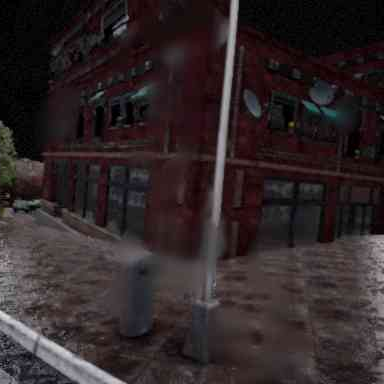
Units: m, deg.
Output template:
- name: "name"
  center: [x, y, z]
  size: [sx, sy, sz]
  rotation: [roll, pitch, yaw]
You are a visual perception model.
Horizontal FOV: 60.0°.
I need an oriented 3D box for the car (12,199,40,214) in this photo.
- name: "car"
  center: [-25.189, 2.216, 50.760]
  size: [2.150, 2.045, 5.566]
  rotation: [5, -3, -3]
